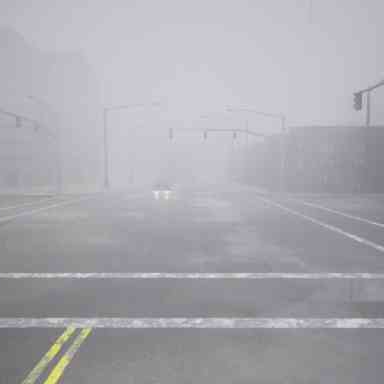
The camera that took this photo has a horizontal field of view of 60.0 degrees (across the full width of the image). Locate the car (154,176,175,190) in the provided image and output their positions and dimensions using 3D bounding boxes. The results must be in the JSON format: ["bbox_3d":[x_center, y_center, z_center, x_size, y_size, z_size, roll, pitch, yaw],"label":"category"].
[{"bbox_3d":[-3.586,-0.961,41.423,1.994,1.385,4.181,0,4,0],"label":"car"}]

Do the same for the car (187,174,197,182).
[{"bbox_3d":[0.020,-2.968,70.897,1.994,1.385,4.181,0,4,0],"label":"car"}]

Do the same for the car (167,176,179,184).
[{"bbox_3d":[-3.549,-2.275,61.448,1.895,1.301,4.718,0,4,0],"label":"car"}]

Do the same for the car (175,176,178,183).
[{"bbox_3d":[-3.580,-1.689,51.329,1.837,1.490,4.892,0,4,0],"label":"car"}]

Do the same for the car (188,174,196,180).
[{"bbox_3d":[0.022,-3.693,80.724,2.033,1.411,5.357,0,4,0],"label":"car"}]
